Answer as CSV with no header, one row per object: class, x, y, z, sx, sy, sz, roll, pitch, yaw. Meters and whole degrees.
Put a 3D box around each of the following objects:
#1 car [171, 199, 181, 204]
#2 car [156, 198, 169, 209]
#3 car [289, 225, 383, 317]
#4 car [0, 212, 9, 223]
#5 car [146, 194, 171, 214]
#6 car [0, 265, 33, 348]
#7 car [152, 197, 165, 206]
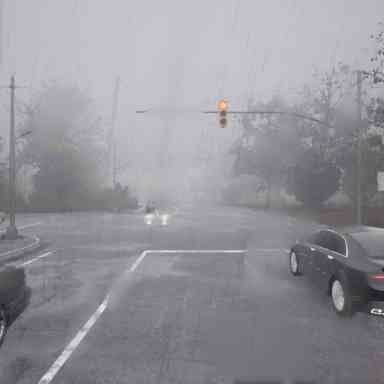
car,-4.368,2.432,83.174,1.895,1.301,4.718,0,-1,-22
car,-4.462,1.667,50.086,1.837,1.490,4.892,0,0,-5
car,3.599,1.505,7.441,1.837,1.490,4.892,0,0,1
car,-15.474,1.675,23.045,4.718,1.301,1.895,-1,0,-3
car,-3.746,1.243,36.472,2.150,2.045,5.566,0,0,-2
car,-3.598,1.547,3.258,2.033,1.411,5.357,0,0,0
car,-6.690,1.851,66.262,2.097,1.767,4.553,0,-1,-11
